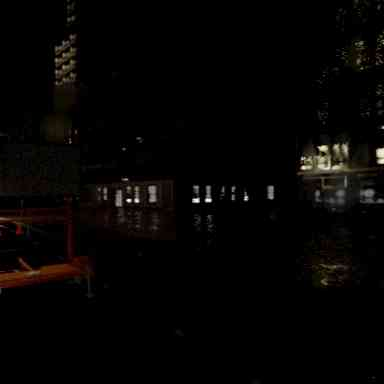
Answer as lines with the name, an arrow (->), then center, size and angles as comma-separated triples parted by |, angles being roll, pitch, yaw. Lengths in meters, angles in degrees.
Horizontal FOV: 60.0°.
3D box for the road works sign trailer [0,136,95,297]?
road works sign trailer -> -3.881, 0.536, 7.887 | 2.380, 3.560, 2.880 | -1, 0, -35
